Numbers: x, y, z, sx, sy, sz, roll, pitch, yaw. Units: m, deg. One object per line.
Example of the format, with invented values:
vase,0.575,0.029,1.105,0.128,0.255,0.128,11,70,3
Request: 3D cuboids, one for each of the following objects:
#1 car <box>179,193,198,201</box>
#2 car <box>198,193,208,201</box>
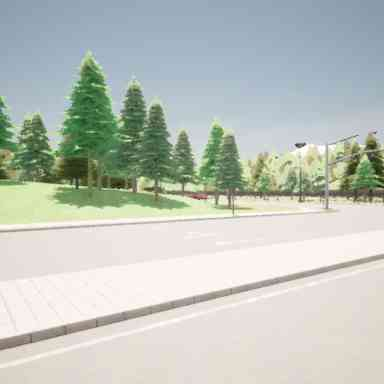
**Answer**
car,-1.263,1.292,80.475,2.097,1.767,4.553,0,0,-35
car,1.638,1.162,82.435,2.150,2.045,5.566,0,0,-35
